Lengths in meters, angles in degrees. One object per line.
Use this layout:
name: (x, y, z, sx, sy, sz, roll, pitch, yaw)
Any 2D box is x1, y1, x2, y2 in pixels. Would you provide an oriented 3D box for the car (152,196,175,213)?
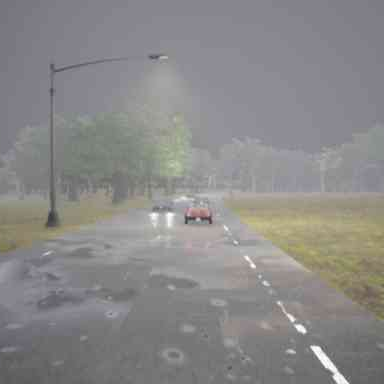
car: (-2.855, 1.245, 33.971, 1.837, 1.490, 4.892, 0, 0, 2)

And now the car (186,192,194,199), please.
car: (-0.250, 0.728, 73.054, 2.033, 1.411, 5.357, 0, 1, 5)

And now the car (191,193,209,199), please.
car: (1.238, 1.197, 42.456, 1.994, 1.385, 4.181, 0, 1, 3)

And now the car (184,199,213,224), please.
car: (0.474, 1.459, 23.723, 1.895, 1.301, 4.718, 0, 1, 2)
